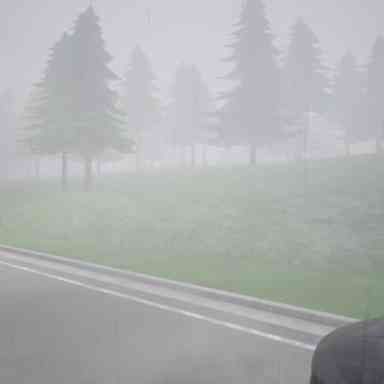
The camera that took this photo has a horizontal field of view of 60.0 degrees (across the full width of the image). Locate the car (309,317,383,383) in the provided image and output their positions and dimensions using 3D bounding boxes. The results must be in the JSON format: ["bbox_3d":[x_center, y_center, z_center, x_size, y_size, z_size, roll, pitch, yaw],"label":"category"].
[{"bbox_3d":[3.214,1.494,1.722,5.008,1.535,1.882,1,0,35],"label":"car"}]
